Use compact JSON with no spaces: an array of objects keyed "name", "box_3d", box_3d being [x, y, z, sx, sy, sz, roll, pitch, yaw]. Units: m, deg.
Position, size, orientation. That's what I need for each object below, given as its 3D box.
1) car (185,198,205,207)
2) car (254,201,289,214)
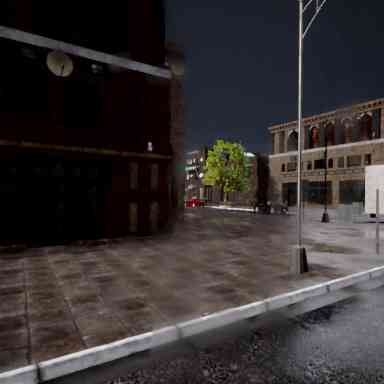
[{"name":"car","box_3d":[0.398,1.622,51.452,1.887,1.381,4.507,1,-1,-27]},{"name":"car","box_3d":[8.481,1.624,35.978,2.008,1.369,4.403,1,-1,-27]}]
